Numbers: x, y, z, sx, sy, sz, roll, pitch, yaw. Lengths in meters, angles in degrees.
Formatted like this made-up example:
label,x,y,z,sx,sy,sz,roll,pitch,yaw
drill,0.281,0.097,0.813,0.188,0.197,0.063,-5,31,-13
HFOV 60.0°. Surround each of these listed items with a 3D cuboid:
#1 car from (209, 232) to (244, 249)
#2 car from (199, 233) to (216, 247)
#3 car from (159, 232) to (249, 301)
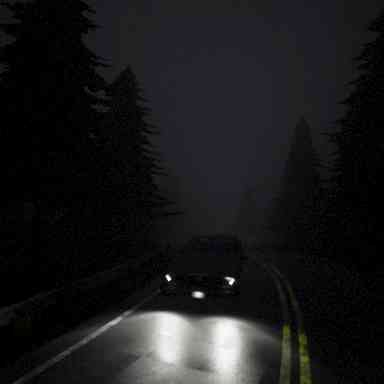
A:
label,x,y,z,sx,sy,sz,roll,pitch,yaw
car,2.854,4.200,28.756,1.994,1.385,4.181,2,-9,-9
car,2.139,6.366,43.905,2.097,1.767,4.553,1,-9,4
car,0.628,1.930,9.569,2.033,1.411,5.357,1,-4,11
